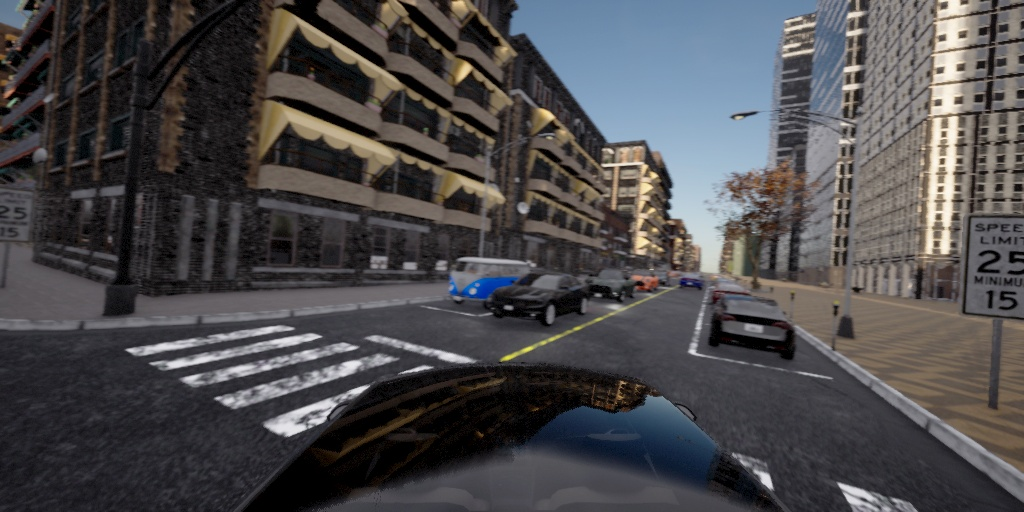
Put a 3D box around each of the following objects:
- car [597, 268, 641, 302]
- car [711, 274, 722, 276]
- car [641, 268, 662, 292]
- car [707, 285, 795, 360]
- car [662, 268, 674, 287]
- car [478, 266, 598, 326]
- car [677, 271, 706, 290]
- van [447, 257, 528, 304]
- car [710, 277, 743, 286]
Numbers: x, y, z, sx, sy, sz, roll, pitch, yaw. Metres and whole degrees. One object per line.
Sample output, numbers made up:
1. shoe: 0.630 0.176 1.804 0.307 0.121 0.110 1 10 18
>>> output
1. car: 5.469 1.472 19.955 2.097 1.767 4.553 4 0 29
2. car: 20.010 2.754 34.222 2.007 1.370 4.403 0 0 29
3. car: 10.284 1.835 28.544 2.097 1.767 4.553 4 0 29
4. car: 6.422 1.744 9.936 1.948 1.339 4.313 0 0 29
5. car: 15.605 2.388 37.978 1.837 1.490 4.892 4 1 30
6. car: 1.138 1.272 12.233 1.882 1.535 5.008 4 0 29
7. car: 18.080 2.541 36.083 1.882 1.535 5.008 4 0 30
8. van: -0.868 0.993 14.038 1.690 1.789 3.998 0 0 29
9. car: 11.856 2.133 19.649 1.888 1.381 4.507 0 0 29
